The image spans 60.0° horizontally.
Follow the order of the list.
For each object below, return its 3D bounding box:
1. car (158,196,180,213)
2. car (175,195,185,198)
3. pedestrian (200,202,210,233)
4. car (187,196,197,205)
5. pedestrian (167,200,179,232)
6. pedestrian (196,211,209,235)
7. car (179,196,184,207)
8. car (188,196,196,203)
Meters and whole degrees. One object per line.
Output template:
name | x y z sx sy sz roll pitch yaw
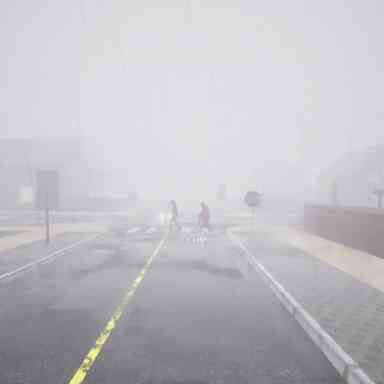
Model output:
car | -2.832 1.611 39.126 2.128 1.511 4.902 0 0 0
car | -2.726 1.591 69.208 2.150 2.045 5.566 0 -1 0
pedestrian | 0.650 1.322 18.165 0.375 1.860 0.375 -1 1 0
car | 0.024 1.935 69.386 1.994 1.385 4.181 0 -1 0
pedestrian | -1.056 1.324 18.765 0.375 1.860 0.375 -1 1 0
pedestrian | 0.505 1.702 17.398 0.500 1.100 0.500 -1 1 0
car | -2.815 1.760 55.522 1.812 1.442 4.674 0 -1 0
car | 0.027 1.816 79.395 1.837 1.490 4.892 0 -1 0
